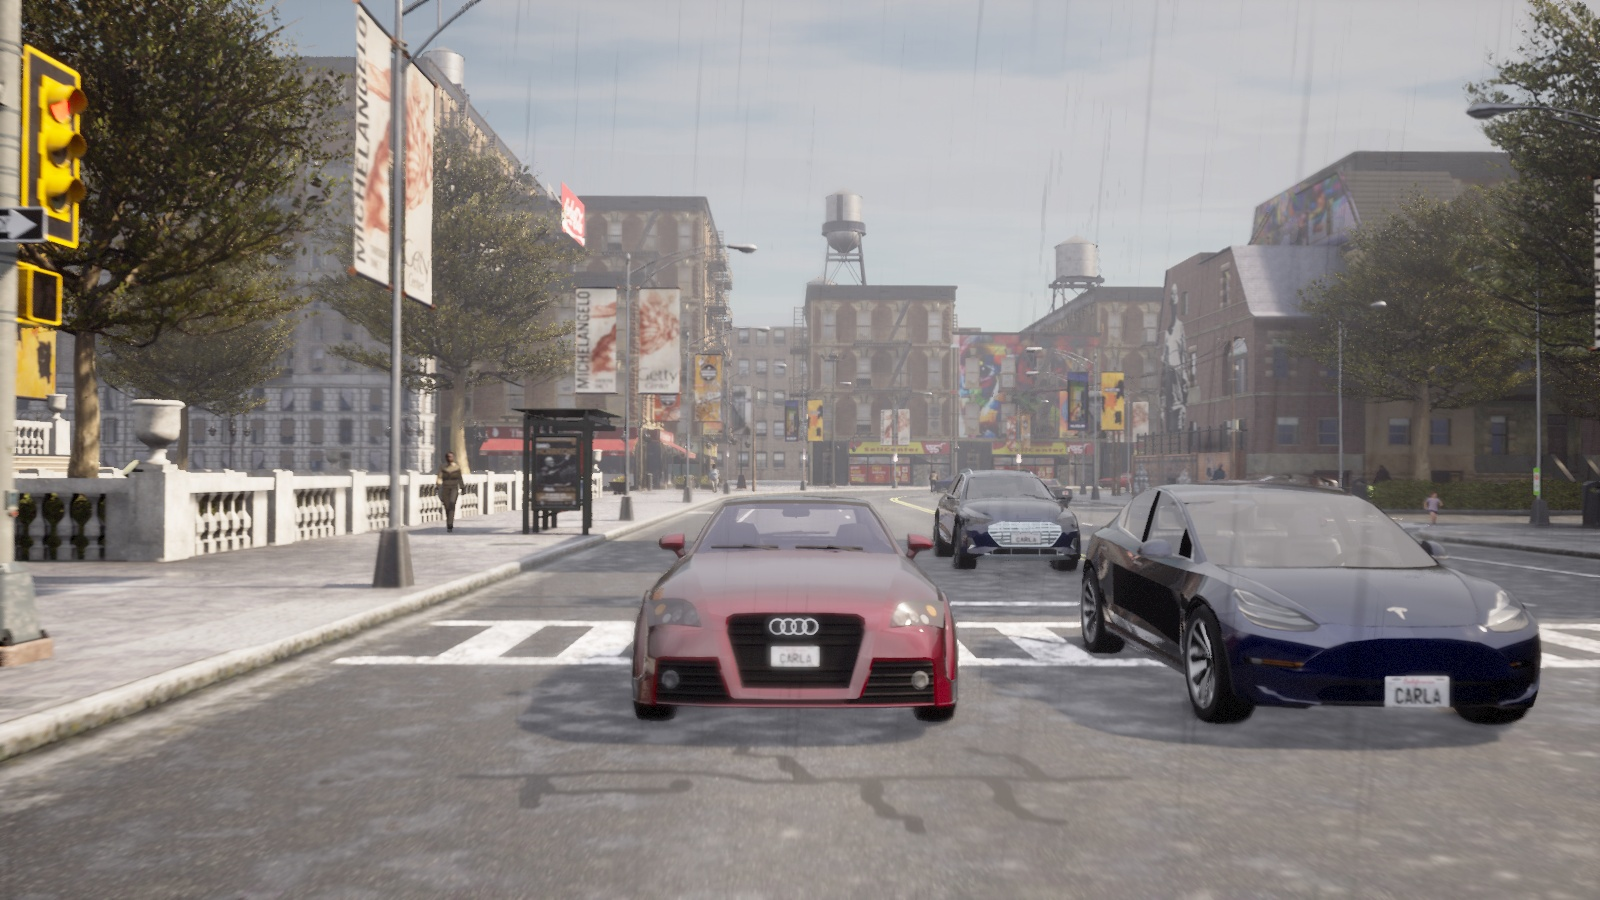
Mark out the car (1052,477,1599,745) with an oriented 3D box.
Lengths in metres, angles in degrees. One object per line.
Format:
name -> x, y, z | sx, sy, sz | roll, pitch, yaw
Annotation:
car -> 3.478, 0.960, 9.506 | 2.163, 1.488, 4.792 | 0, -1, 0

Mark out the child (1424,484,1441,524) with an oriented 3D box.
child -> 17.761, 1.512, 35.249 | 0.255, 1.110, 0.394 | 0, -1, 0

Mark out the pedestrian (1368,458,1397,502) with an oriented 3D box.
pedestrian -> 24.363, 1.253, 52.521 | 0.899, 1.844, 0.634 | 0, -1, -20

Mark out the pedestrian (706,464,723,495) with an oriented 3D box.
pedestrian -> -5.146, 1.761, 75.791 | 0.874, 1.855, 0.900 | 0, -1, 5

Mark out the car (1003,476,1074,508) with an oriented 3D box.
car -> 10.351, 1.793, 54.886 | 1.895, 1.301, 4.718 | 0, -1, -4

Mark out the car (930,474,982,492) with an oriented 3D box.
car -> 11.765, 2.448, 94.357 | 1.895, 1.301, 4.718 | -1, -1, 35

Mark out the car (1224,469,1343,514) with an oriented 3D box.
car -> 17.186, 1.474, 44.778 | 3.705, 1.549, 1.789 | 0, -1, 10

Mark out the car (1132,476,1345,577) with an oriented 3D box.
car -> 6.951, 1.156, 20.483 | 1.812, 1.442, 4.674 | 0, -1, 0

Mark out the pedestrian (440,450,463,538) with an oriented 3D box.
pedestrian -> -7.712, 0.967, 27.789 | 0.396, 1.930, 0.692 | 0, -1, -8

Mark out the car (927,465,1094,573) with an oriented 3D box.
car -> 3.448, 1.092, 21.558 | 2.033, 1.649, 4.856 | 0, -1, 0

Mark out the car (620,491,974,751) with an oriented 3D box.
car -> -0.021, 1.032, 9.179 | 1.994, 1.385, 4.181 | 0, -1, 0
